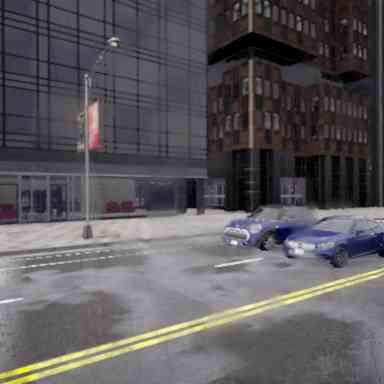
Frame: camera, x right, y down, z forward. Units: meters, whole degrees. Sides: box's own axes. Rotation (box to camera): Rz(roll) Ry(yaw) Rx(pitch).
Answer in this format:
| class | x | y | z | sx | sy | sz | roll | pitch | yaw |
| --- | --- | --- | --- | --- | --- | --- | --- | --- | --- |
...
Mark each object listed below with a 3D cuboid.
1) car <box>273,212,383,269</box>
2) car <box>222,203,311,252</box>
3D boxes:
| class | x | y | z | sx | sy | sz | roll | pitch | yaw |
| --- | --- | --- | --- | --- | --- | --- | --- | --- | --- |
| car | 5.129 | 1.537 | 11.345 | 4.674 | 1.442 | 1.812 | 0 | 0 | -35 |
| car | 3.446 | 1.364 | 14.123 | 4.553 | 1.767 | 2.097 | 0 | 0 | -35 |
